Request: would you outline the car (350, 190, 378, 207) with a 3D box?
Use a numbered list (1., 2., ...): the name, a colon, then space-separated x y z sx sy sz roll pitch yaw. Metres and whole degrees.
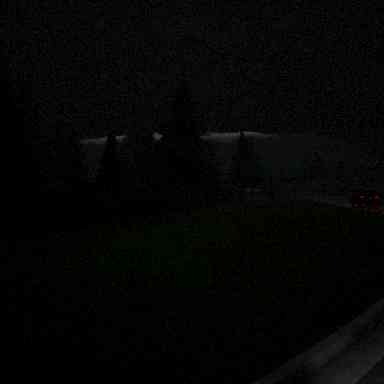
1. car: 22.061 0.834 42.757 2.150 2.045 5.566 -1 0 12
